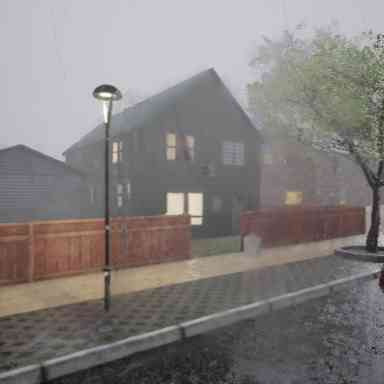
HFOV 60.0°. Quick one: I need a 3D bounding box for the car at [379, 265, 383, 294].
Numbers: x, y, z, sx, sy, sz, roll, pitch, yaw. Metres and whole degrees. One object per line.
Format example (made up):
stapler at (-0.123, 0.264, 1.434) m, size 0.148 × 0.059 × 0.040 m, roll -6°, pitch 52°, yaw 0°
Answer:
car at (6.014, 1.526, 7.352) m, size 4.674 × 1.442 × 1.812 m, roll 0°, pitch 0°, yaw -35°
